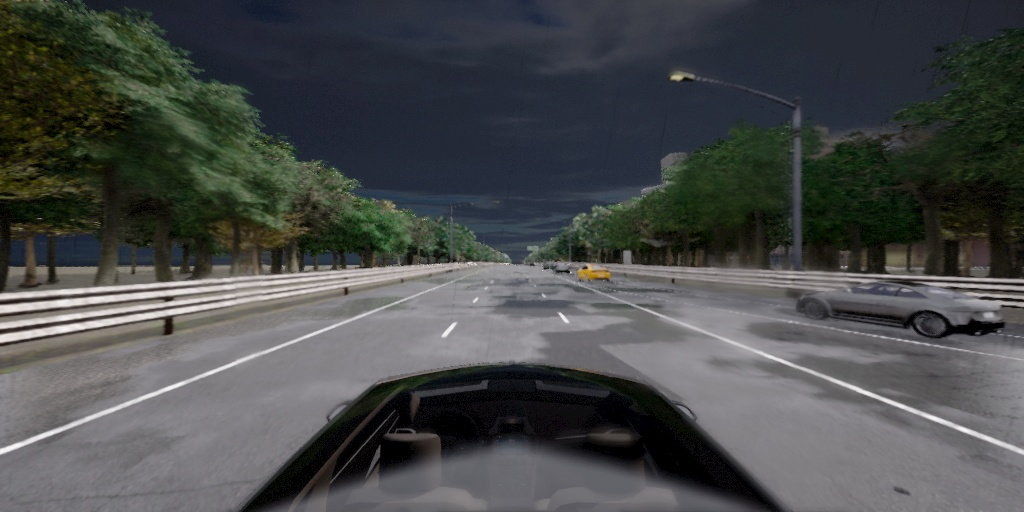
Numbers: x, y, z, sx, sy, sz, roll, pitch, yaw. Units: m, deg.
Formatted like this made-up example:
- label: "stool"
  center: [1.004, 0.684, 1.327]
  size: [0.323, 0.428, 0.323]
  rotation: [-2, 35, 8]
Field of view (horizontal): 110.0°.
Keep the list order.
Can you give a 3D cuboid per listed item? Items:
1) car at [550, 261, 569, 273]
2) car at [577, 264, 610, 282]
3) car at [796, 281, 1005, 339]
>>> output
- label: "car"
  center: [6.977, 1.767, 51.364]
  size: [1.994, 1.385, 4.181]
  rotation: [0, -1, 0]
- label: "car"
  center: [7.287, 1.513, 32.371]
  size: [1.882, 1.535, 5.008]
  rotation: [0, -1, -4]
- label: "car"
  center: [11.036, 1.421, 10.635]
  size: [1.994, 1.385, 4.181]
  rotation: [0, -1, -16]
